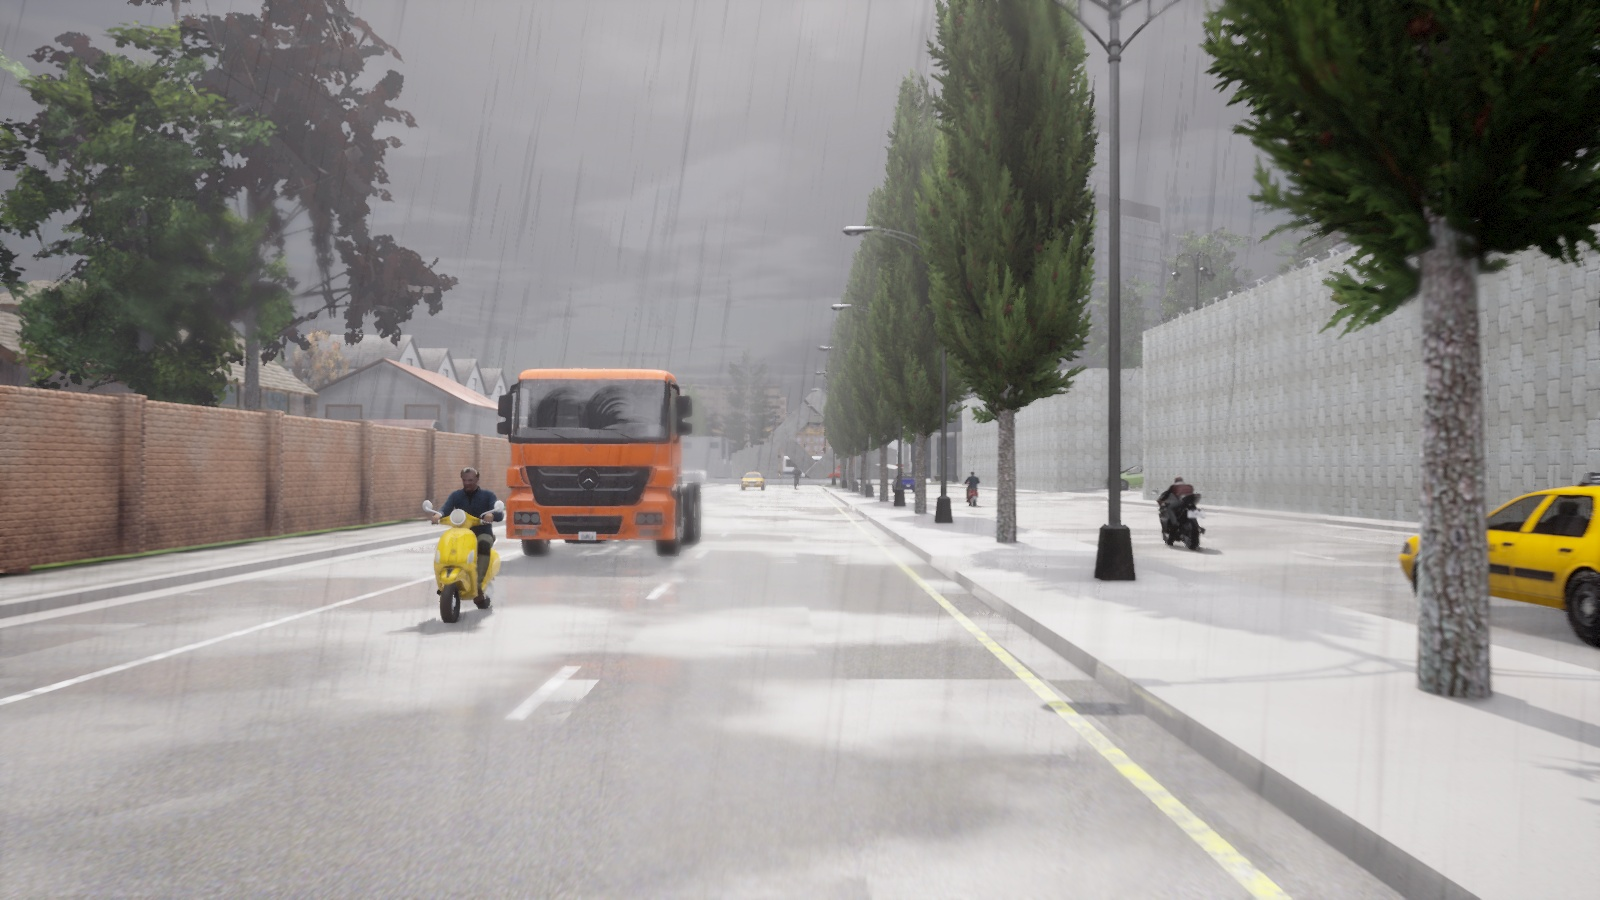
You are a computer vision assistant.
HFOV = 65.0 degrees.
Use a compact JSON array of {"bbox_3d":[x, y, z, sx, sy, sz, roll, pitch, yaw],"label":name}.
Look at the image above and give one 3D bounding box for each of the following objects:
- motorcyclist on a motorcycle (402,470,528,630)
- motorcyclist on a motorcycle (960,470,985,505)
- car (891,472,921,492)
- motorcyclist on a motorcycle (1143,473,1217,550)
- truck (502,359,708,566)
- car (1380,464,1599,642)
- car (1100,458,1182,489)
[{"bbox_3d":[-3.533,1.007,13.420,0.866,1.590,1.817,0,-1,0],"label":"motorcyclist on a motorcycle"},{"bbox_3d":[7.861,1.697,57.389,0.866,1.590,1.817,0,-1,0],"label":"motorcyclist on a motorcycle"},{"bbox_3d":[7.776,2.345,92.453,1.816,1.474,4.193,0,-1,0],"label":"car"},{"bbox_3d":[7.936,1.259,26.355,0.866,1.530,2.191,0,-1,0],"label":"motorcyclist on a motorcycle"},{"bbox_3d":[-3.565,0.266,25.044,2.891,3.462,7.936,0,-1,0],"label":"truck"},{"bbox_3d":[7.968,0.928,12.595,1.801,1.575,5.366,0,-1,0],"label":"car"},{"bbox_3d":[21.422,1.492,78.956,4.514,1.525,2.007,-5,-1,1],"label":"car"}]
